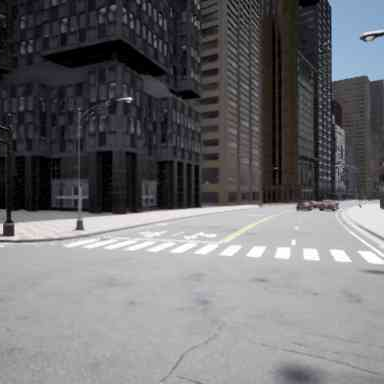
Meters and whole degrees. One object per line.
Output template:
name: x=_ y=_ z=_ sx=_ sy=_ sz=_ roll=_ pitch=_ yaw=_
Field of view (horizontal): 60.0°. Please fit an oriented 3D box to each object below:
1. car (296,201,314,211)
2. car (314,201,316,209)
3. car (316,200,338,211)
car: x=16.946 y=2.122 z=50.490 sx=1.812 sy=1.442 sz=4.674 roll=0 pitch=-1 yaw=26
car: x=21.420 y=2.248 z=59.465 sx=1.812 sy=1.442 sz=4.674 roll=0 pitch=-1 yaw=28
car: x=20.473 y=1.953 z=50.297 sx=2.097 sy=1.767 sz=4.553 roll=0 pitch=-1 yaw=26
